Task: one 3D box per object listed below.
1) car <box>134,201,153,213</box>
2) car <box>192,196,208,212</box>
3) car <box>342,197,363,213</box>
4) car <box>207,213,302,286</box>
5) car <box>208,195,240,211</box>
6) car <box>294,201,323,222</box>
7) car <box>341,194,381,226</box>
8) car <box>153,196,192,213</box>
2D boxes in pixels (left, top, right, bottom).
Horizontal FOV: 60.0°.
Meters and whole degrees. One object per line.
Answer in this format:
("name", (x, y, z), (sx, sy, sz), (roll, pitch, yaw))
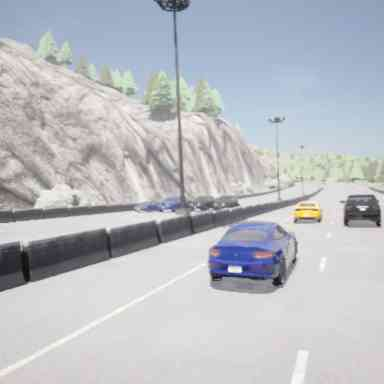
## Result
("car", (-5.913, 1.977, 44.394), (1.812, 1.442, 4.674), (-1, -1, 24))
("car", (1.469, 1.516, 43.787), (2.150, 2.045, 5.566), (-1, -1, 24))
("car", (17.845, 1.405, 37.146), (1.837, 1.490, 4.892), (-1, 0, 24))
("car", (1.883, 1.557, 9.563), (1.812, 1.442, 4.674), (-1, 0, 24))
("car", (4.311, 1.439, 41.569), (2.150, 2.045, 5.566), (-1, -1, 24))
("car", (9.187, 1.478, 26.149), (1.882, 1.535, 5.008), (-1, -1, 24))
("car", (11.577, 1.149, 22.905), (2.150, 2.045, 5.566), (-1, 0, 24))
("car", (-2.426, 1.595, 43.649), (2.150, 2.045, 5.566), (-1, -1, 24))
